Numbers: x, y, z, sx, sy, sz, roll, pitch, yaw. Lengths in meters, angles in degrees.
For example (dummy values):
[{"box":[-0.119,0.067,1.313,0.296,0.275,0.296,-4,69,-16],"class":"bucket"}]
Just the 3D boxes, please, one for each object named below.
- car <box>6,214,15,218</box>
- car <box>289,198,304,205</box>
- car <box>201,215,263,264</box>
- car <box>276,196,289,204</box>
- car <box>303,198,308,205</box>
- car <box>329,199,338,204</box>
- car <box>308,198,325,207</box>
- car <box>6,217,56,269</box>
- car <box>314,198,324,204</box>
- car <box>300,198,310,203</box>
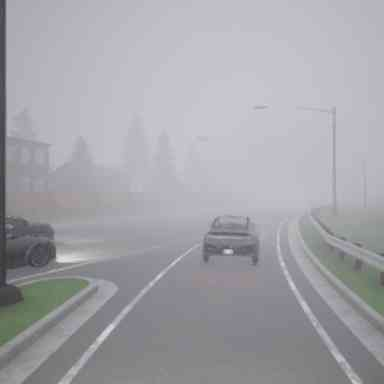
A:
[{"box":[-7.927,1.601,13.410,1.837,1.490,4.892,0,0,29],"class":"car"},{"box":[25.745,2.390,81.206,1.895,1.301,4.718,0,-1,29],"class":"car"},{"box":[1.563,1.607,12.360,2.128,1.511,4.902,0,0,12],"class":"car"},{"box":[22.486,2.021,82.550,2.150,2.045,5.566,0,-1,29],"class":"car"},{"box":[28.585,2.325,79.113,2.033,1.411,5.357,0,-1,29],"class":"car"},{"box":[37.306,2.440,87.570,1.994,1.385,4.181,0,-1,29],"class":"car"},{"box":[23.996,2.198,63.480,1.994,1.385,4.181,0,-1,29],"class":"car"},{"box":[-6.087,1.630,9.531,1.994,1.385,4.181,0,-1,29],"class":"car"},{"box":[33.673,2.348,88.241,1.895,1.301,4.718,0,-1,29],"class":"car"},{"box":[30.601,2.283,89.919,1.812,1.442,4.674,0,-1,29],"class":"car"}]
